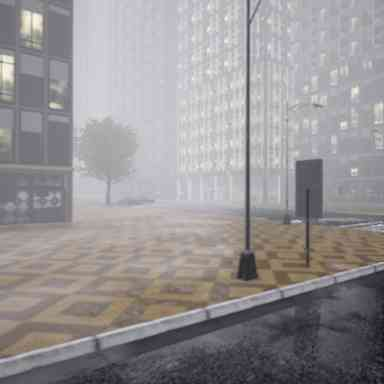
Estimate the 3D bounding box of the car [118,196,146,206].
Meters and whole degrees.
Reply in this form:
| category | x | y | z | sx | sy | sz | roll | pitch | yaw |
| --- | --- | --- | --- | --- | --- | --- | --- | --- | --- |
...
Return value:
| category | x | y | z | sx | sy | sz | roll | pitch | yaw |
| --- | --- | --- | --- | --- | --- | --- | --- | --- | --- |
| car | -8.655 | 1.204 | 46.059 | 1.994 | 1.385 | 4.181 | 0 | 0 | -36 |

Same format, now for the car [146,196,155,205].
| category | x | y | z | sx | sy | sz | roll | pitch | yaw |
| --- | --- | --- | --- | --- | --- | --- | --- | --- | --- |
| car | -7.325 | 1.236 | 49.727 | 1.895 | 1.301 | 4.718 | 0 | 0 | -36 |
